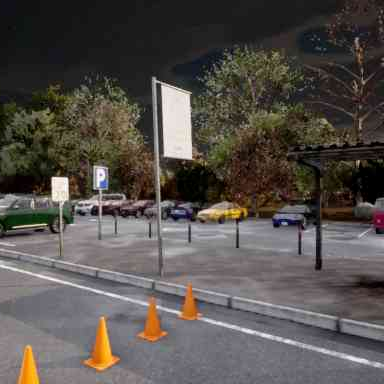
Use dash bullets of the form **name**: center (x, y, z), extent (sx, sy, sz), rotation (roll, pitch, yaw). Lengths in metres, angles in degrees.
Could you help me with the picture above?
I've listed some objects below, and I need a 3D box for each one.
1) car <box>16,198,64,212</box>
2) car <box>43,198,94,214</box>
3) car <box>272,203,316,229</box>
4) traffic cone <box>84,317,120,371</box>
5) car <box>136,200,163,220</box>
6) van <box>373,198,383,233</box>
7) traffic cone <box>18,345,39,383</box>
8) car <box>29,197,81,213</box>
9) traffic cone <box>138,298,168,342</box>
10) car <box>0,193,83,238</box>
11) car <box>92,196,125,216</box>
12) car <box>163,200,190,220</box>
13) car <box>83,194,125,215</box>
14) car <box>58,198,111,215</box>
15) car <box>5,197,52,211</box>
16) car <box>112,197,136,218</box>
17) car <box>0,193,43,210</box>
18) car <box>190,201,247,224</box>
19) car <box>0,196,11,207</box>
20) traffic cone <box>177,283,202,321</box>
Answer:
- **car**: center (-17.987, 1.468, 39.663), extent (2.163, 1.488, 4.792), rotation (0, 0, 35)
- **car**: center (-13.434, 1.454, 36.491), extent (2.097, 1.535, 5.008), rotation (0, 0, 35)
- **car**: center (6.990, 1.513, 22.104), extent (2.163, 1.488, 4.792), rotation (0, 0, 35)
- **traffic cone**: center (-1.192, 1.957, 4.404), extent (0.340, 0.580, 0.340), rotation (0, 0, 35)
- **car**: center (-2.072, 1.473, 28.518), extent (2.231, 1.521, 4.892), rotation (0, 0, 35)
- **van**: center (11.615, 1.264, 19.031), extent (1.878, 1.987, 4.442), rotation (0, 0, 35)
- **traffic cone**: center (-1.767, 1.957, 3.587), extent (0.340, 0.580, 0.340), rotation (0, 0, 35)
- **car**: center (-15.596, 1.444, 38.243), extent (1.946, 1.575, 5.366), rotation (0, 0, 35)
- **traffic cone**: center (-0.617, 1.957, 5.220), extent (0.340, 0.580, 0.340), rotation (0, 0, 35)
- **car**: center (-8.903, 1.220, 17.289), extent (2.435, 2.045, 5.566), rotation (0, 0, 35)
- **car**: center (-6.615, 1.466, 31.710), extent (2.097, 1.535, 5.008), rotation (0, 0, 35)
- **car**: center (0.211, 1.504, 26.941), extent (2.163, 1.488, 4.792), rotation (0, 0, 35)
- **car**: center (-8.905, 1.211, 33.278), extent (2.435, 2.045, 5.566), rotation (0, 0, 35)
- **car**: center (-11.162, 1.461, 34.893), extent (2.231, 1.521, 4.892), rotation (0, 0, 35)
- **car**: center (-20.231, 1.451, 41.311), extent (2.163, 1.488, 4.792), rotation (0, 0, 35)
- **car**: center (-4.344, 1.469, 30.114), extent (2.097, 1.535, 5.008), rotation (0, 0, 35)
- **car**: center (-22.532, 1.153, 42.859), extent (2.435, 2.045, 5.566), rotation (0, 0, 35)
- **car**: center (2.358, 1.475, 25.169), extent (1.946, 1.575, 5.366), rotation (0, 0, 35)
- **car**: center (-29.223, 1.332, 47.824), extent (1.946, 1.575, 5.366), rotation (1, 0, 35)
- **traffic cone**: center (-0.042, 1.957, 6.036), extent (0.340, 0.580, 0.340), rotation (0, 0, 36)
